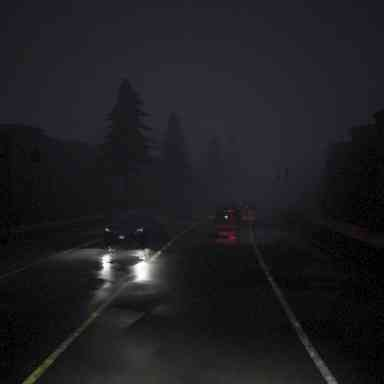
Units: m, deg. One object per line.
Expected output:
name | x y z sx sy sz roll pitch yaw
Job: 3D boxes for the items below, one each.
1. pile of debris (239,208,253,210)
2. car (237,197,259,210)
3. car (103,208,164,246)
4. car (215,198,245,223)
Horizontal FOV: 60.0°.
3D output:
pile of debris | 6.800 2.158 41.558 1.500 0.140 1.860 0 0 18
car | 7.387 1.580 42.649 1.895 1.301 4.718 0 0 18
car | -2.502 1.508 15.449 1.812 1.442 4.674 0 0 7
car | 2.868 1.492 25.678 1.837 1.490 4.892 0 0 11
